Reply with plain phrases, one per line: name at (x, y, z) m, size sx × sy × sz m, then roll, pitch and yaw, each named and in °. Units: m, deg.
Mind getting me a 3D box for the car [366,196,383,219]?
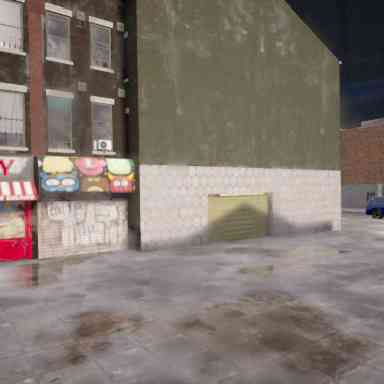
car at (17.592, 1.341, 27.903) m, size 2.150 × 2.045 × 5.566 m, roll -1°, pitch 0°, yaw -35°
